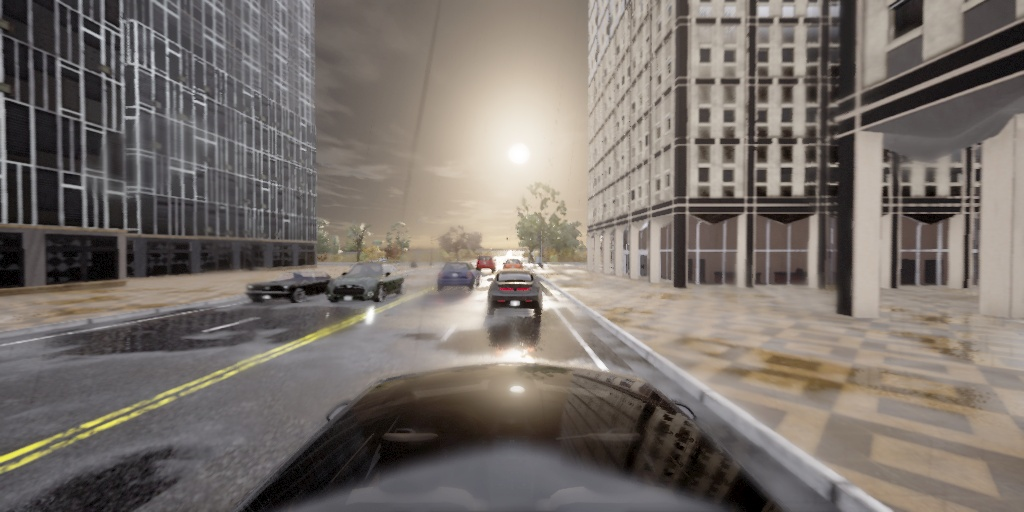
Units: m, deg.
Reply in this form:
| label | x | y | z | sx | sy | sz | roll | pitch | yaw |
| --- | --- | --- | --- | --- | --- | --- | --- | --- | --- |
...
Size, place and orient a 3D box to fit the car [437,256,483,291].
| label | x | y | z | sx | sy | sz | roll | pitch | yaw |
| --- | --- | --- | --- | --- | --- | --- | --- | --- | --- |
| car | -3.150 | 1.084 | 21.923 | 2.097 | 1.767 | 4.553 | 0 | 0 | 0 |

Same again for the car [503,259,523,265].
| label | x | y | z | sx | sy | sz | roll | pitch | yaw |
| --- | --- | --- | --- | --- | --- | --- | --- | --- | --- |
| car | 0.101 | 1.063 | 37.521 | 2.097 | 1.767 | 4.553 | 0 | 0 | 0 |

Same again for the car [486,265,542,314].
| label | x | y | z | sx | sy | sz | roll | pitch | yaw |
| --- | --- | --- | --- | --- | --- | --- | --- | --- | --- |
| car | 0.100 | 1.244 | 13.705 | 1.837 | 1.490 | 4.892 | 0 | 0 | 0 |

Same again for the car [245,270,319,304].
| label | x | y | z | sx | sy | sz | roll | pitch | yaw |
| --- | --- | --- | --- | --- | --- | --- | --- | --- | --- |
| car | -9.756 | 1.338 | 16.499 | 1.895 | 1.301 | 4.718 | 0 | 0 | 0 |

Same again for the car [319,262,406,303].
| label | x | y | z | sx | sy | sz | roll | pitch | yaw |
| --- | --- | --- | --- | --- | --- | --- | --- | --- | --- |
| car | -6.508 | 1.087 | 16.496 | 2.097 | 1.767 | 4.553 | 0 | 0 | 0 |

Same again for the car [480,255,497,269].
| label | x | y | z | sx | sy | sz | roll | pitch | yaw |
| --- | --- | --- | --- | --- | --- | --- | --- | --- | --- |
| car | -3.150 | 0.920 | 44.048 | 2.150 | 2.045 | 5.566 | 0 | 0 | 0 |
